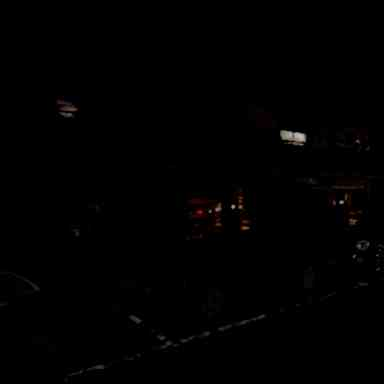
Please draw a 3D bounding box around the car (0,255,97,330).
[{"bbox_3d":[-3.442,1.551,4.110,4.403,1.369,2.008,0,0,-35],"label":"car"}]

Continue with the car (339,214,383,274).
[{"bbox_3d":[5.556,1.443,10.529,4.097,1.590,1.967,0,0,-35],"label":"car"}]

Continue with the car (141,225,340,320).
[{"bbox_3d":[1.056,1.546,7.318,4.507,1.381,1.887,0,0,-35],"label":"car"}]

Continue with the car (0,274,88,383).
[{"bbox_3d":[-2.757,1.564,1.395,4.181,1.385,1.994,0,0,-36],"label":"car"}]
